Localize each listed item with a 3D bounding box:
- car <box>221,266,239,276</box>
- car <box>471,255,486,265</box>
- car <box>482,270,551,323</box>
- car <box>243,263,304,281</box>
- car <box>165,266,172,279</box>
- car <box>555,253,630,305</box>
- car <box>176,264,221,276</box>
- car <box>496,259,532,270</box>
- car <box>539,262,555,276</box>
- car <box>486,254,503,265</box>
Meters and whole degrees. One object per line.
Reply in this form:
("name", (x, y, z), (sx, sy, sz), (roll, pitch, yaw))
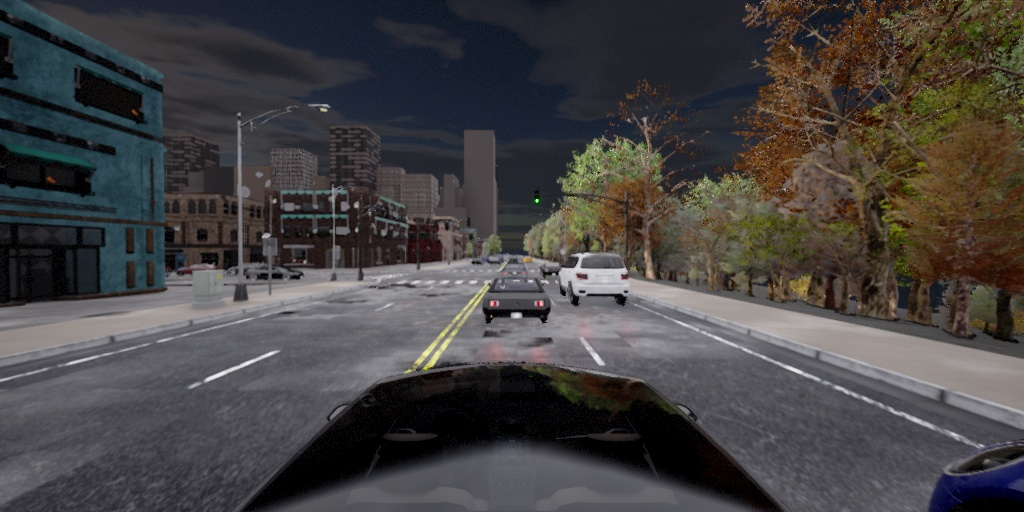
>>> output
("car", (-28.154, 1.374, 38.683), (4.403, 1.370, 2.007), (0, 0, 0))
("car", (-6.313, 1.022, 64.861), (1.895, 1.301, 4.718), (0, 0, 1))
("car", (0.134, 1.299, 11.870), (1.895, 1.301, 4.718), (0, 0, 0))
("car", (-19.851, 1.422, 30.142), (4.313, 1.339, 1.948), (0, 0, 0))
("car", (-34.337, 1.506, 32.917), (4.674, 1.442, 1.812), (-1, 1, 0))
("car", (3.398, 0.900, 15.759), (2.150, 2.045, 5.566), (0, 0, 0))
("car", (-33.690, 1.469, 38.709), (4.207, 1.307, 1.802), (0, 0, 0))
("car", (0.180, 1.175, 25.870), (2.033, 1.411, 5.357), (0, 0, 0))
("car", (3.449, 1.199, 31.596), (1.895, 1.301, 4.718), (0, 0, 0))
("car", (-3.068, 0.899, 64.872), (1.882, 1.535, 5.008), (0, 0, 1))
